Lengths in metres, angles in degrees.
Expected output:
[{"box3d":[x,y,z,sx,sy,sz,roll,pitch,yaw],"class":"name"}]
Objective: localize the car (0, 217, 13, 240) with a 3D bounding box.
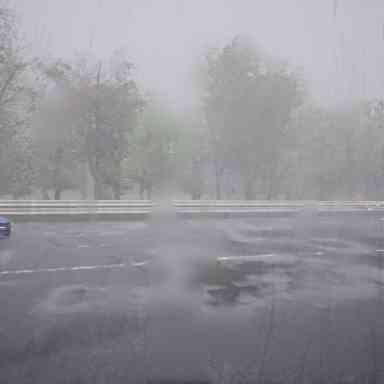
[{"box3d":[-9.204,1.130,11.829,5.008,1.535,1.882,1,0,-21],"class":"car"}]
